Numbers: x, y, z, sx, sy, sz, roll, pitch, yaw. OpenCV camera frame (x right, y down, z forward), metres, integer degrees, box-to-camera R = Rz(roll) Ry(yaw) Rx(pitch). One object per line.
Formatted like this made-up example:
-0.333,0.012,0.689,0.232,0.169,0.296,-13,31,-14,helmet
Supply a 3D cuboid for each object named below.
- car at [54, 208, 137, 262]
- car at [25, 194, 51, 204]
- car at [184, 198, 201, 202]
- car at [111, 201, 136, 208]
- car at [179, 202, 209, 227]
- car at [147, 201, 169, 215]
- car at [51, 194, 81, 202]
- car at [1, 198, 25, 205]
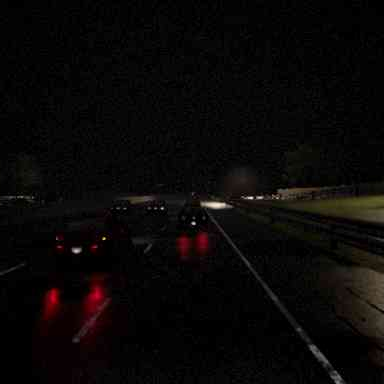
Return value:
-3.400,1.534,12.101,1.812,1.442,4.674,0,0,0,car
-21.080,1.288,47.524,2.150,2.045,5.566,0,0,0,car
0.099,1.527,40.806,1.882,1.535,5.008,0,0,0,car
-6.900,1.582,33.712,2.033,1.411,5.357,0,0,0,car
0.100,1.618,22.545,1.895,1.301,4.718,0,0,0,car
-3.401,1.582,33.706,2.033,1.411,5.357,0,0,0,car
-17.583,1.288,47.526,2.150,2.045,5.566,0,0,0,car
-24.579,1.568,46.201,1.837,1.490,4.892,0,0,0,car
